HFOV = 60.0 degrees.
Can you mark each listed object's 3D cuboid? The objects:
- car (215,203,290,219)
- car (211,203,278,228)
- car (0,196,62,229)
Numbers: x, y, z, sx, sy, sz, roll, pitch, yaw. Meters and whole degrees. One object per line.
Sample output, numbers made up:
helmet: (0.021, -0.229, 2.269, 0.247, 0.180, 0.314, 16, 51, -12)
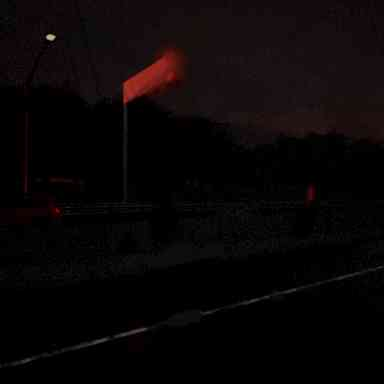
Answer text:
car: (3.662, 1.552, 19.521, 5.008, 1.535, 1.882, 0, 0, -36)
car: (3.824, 1.596, 23.937, 4.892, 1.490, 1.837, 0, 0, -36)
car: (-10.110, 1.231, 18.281, 5.566, 2.045, 2.150, 0, 0, -36)
